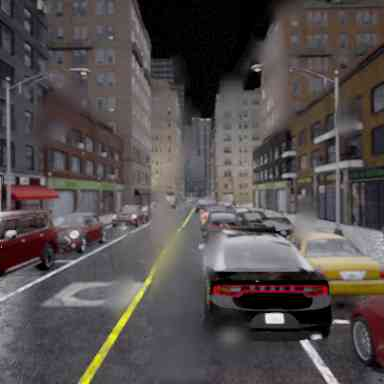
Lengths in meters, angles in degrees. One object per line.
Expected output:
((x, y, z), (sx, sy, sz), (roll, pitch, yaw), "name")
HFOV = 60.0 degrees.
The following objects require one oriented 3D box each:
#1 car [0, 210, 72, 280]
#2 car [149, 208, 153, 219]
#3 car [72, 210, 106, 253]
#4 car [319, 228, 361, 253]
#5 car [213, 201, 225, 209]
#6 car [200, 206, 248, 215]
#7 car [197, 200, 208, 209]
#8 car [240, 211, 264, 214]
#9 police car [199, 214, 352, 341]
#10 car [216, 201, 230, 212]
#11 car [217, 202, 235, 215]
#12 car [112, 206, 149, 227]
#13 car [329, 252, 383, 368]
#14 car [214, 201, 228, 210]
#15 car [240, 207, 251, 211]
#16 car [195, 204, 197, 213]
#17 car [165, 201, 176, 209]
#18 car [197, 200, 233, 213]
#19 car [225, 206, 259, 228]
((-5.349, 1.471, 8.865), (2.192, 1.841, 5.009), (-1, -1, 2), "car")
((-4.639, 2.002, 31.192), (1.802, 1.307, 4.206), (-1, -1, 2), "car")
((-5.170, 1.663, 14.446), (1.967, 1.590, 4.097), (-1, -1, 2), "car")
((3.190, 1.607, 8.764), (1.752, 1.417, 4.829), (-1, -1, 2), "car")
((4.781, 2.242, 58.837), (1.802, 1.307, 4.206), (-1, -1, 2), "car")
((1.487, 1.700, 16.878), (1.837, 1.490, 4.892), (-1, -1, 2), "car")
((1.885, 2.154, 58.061), (1.882, 1.535, 5.008), (-1, -1, 2), "car")
((3.363, 1.711, 14.176), (1.947, 1.339, 4.313), (-1, -1, 2), "car")
((1.175, 1.503, 6.994), (1.930, 1.638, 5.238), (-1, -1, 2), "police car")
((4.431, 2.062, 47.842), (1.752, 1.417, 4.829), (-1, -1, 2), "car")
((4.249, 2.022, 42.089), (2.008, 1.369, 4.403), (-1, -1, 2), "car")
((-4.818, 1.795, 25.610), (1.967, 1.590, 4.097), (-1, -1, 2), "car")
((3.009, 1.594, 3.010), (1.802, 1.307, 4.206), (-1, -1, 2), "car")
((4.604, 2.163, 53.255), (1.947, 1.339, 4.313), (-1, -1, 2), "car")
((3.540, 1.778, 19.758), (1.947, 1.339, 4.313), (-1, -1, 2), "car")
((1.467, 2.029, 44.452), (1.837, 1.490, 4.892), (-1, 0, 2), "car")
((-3.760, 2.282, 59.105), (1.887, 1.381, 4.507), (-1, -1, 2), "car")
((1.609, 1.618, 22.841), (2.097, 1.767, 4.553), (-1, -1, 1), "car")
((3.717, 1.828, 25.341), (2.008, 1.369, 4.403), (-1, -1, 2), "car")
